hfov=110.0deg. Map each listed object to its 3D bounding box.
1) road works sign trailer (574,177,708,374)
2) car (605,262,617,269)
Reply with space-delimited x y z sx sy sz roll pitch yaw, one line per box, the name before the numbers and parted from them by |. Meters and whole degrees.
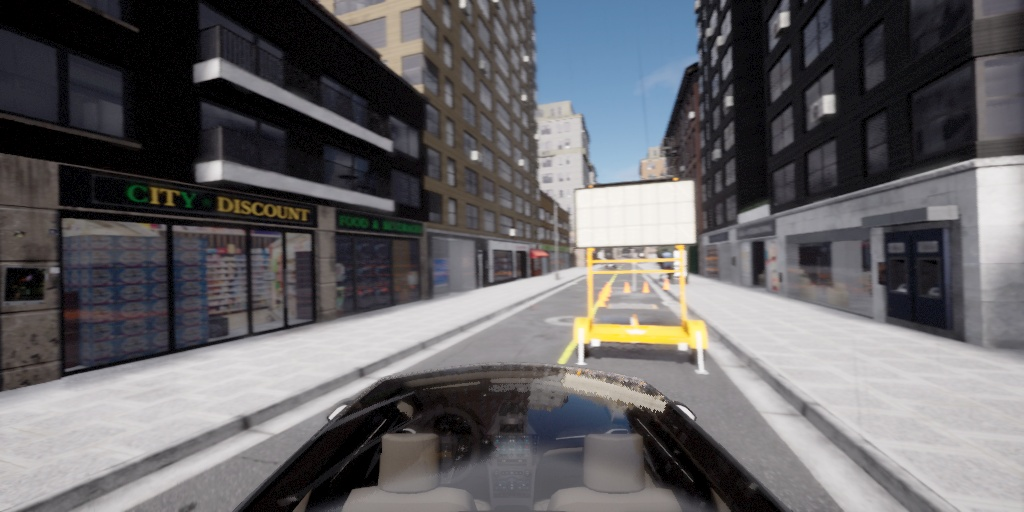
road works sign trailer | 2.651 0.212 7.643 2.380 3.560 2.880 0 0 18
car | 16.908 1.438 61.440 2.128 1.511 4.902 -2 -1 18
